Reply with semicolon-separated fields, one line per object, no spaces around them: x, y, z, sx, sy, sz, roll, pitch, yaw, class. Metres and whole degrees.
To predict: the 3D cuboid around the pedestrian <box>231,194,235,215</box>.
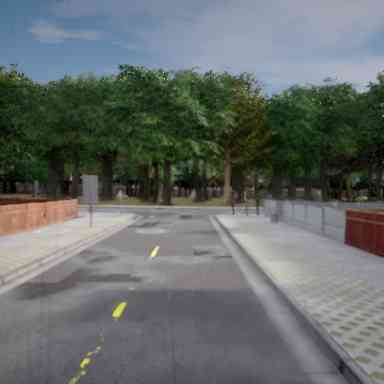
3.521;1.071;28.688;0.375;1.860;0.375;-1;2;0;pedestrian

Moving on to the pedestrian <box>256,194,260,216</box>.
5.521;1.062;28.087;0.375;1.860;0.375;-1;2;0;pedestrian

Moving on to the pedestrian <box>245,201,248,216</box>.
4.521;1.343;27.495;0.375;1.300;0.375;-1;2;0;pedestrian
